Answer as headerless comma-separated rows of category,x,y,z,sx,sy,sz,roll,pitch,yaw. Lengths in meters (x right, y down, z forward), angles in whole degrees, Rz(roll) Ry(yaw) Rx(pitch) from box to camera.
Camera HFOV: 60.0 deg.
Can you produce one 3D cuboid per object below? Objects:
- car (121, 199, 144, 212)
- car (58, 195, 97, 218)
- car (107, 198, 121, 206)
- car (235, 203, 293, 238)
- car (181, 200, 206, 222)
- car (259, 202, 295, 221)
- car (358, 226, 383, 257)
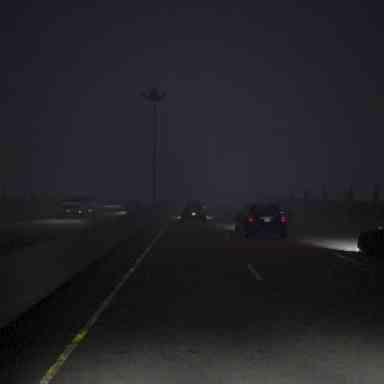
car,-7.057,1.597,41.021,1.837,1.490,4.892,0,0,0
car,-10.574,1.279,31.256,2.150,2.045,5.566,0,0,0
car,-13.989,1.733,60.050,1.994,1.385,4.181,0,0,1
car,3.614,1.377,18.059,2.097,1.767,4.553,0,0,0
car,0.119,1.610,26.719,1.994,1.385,4.181,0,0,0
car,7.120,1.616,28.310,1.994,1.385,4.181,0,0,0
car,7.111,1.577,10.596,1.994,1.385,4.181,0,0,0
